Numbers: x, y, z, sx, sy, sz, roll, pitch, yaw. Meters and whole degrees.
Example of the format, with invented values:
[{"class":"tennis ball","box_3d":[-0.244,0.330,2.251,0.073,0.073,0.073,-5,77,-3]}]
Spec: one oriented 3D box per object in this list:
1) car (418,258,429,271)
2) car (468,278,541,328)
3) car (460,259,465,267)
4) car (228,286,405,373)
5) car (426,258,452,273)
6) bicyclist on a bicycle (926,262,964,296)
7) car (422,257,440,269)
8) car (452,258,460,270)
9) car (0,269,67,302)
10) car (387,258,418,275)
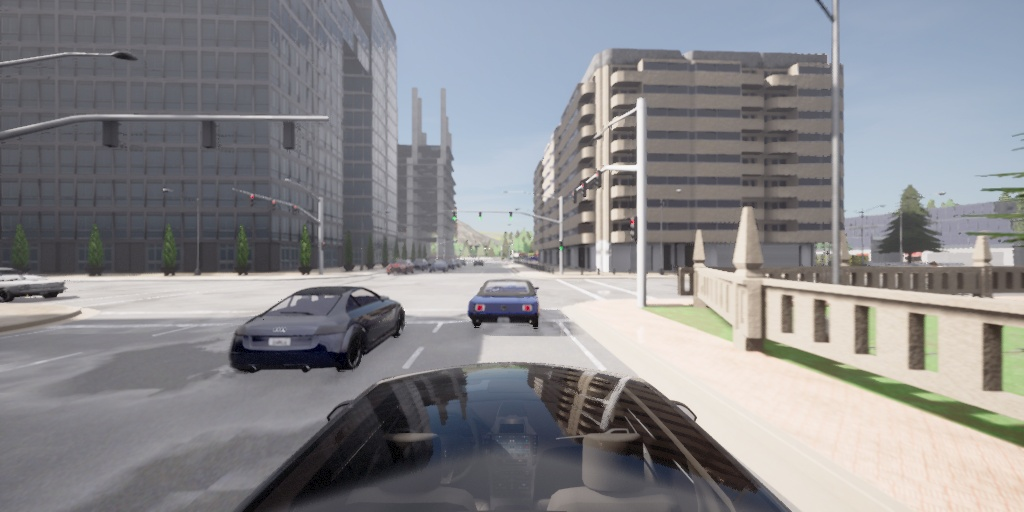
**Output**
[{"class":"car","box_3d":[-12.712,1.120,48.713,2.097,1.767,4.553,0,0,-2]},{"class":"car","box_3d":[-0.070,1.350,11.357,1.895,1.301,4.718,0,0,4]},{"class":"car","box_3d":[-9.769,1.267,61.954,1.837,1.490,4.892,0,0,-2]},{"class":"car","box_3d":[-3.716,1.320,7.656,1.994,1.385,4.181,0,0,-2]},{"class":"car","box_3d":[-9.024,1.288,44.681,1.812,1.442,4.674,0,0,-3]},{"class":"bicyclist on a bicycle","box_3d":[18.130,1.074,15.249,0.582,1.620,1.656,0,0,-3]},{"class":"car","box_3d":[-13.144,1.120,58.742,2.097,1.767,4.553,0,0,-2]},{"class":"car","box_3d":[-9.393,1.114,52.797,2.097,1.767,4.553,0,0,-2]},{"class":"car","box_3d":[-24.238,1.446,16.819,4.718,1.301,1.895,0,0,-2]},{"class":"car","box_3d":[-12.329,1.120,39.870,2.097,1.767,4.553,0,0,-2]}]
